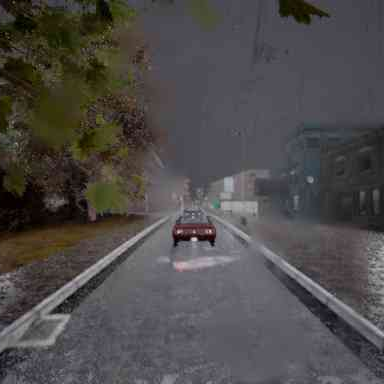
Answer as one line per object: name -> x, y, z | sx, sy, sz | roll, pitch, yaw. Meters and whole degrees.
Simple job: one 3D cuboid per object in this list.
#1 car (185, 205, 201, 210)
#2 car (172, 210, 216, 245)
car -> 0.092, 2.224, 34.151 | 1.895, 1.301, 4.718 | 0, -2, 0
car -> 0.104, 1.745, 16.263 | 1.895, 1.301, 4.718 | 0, -1, 0
